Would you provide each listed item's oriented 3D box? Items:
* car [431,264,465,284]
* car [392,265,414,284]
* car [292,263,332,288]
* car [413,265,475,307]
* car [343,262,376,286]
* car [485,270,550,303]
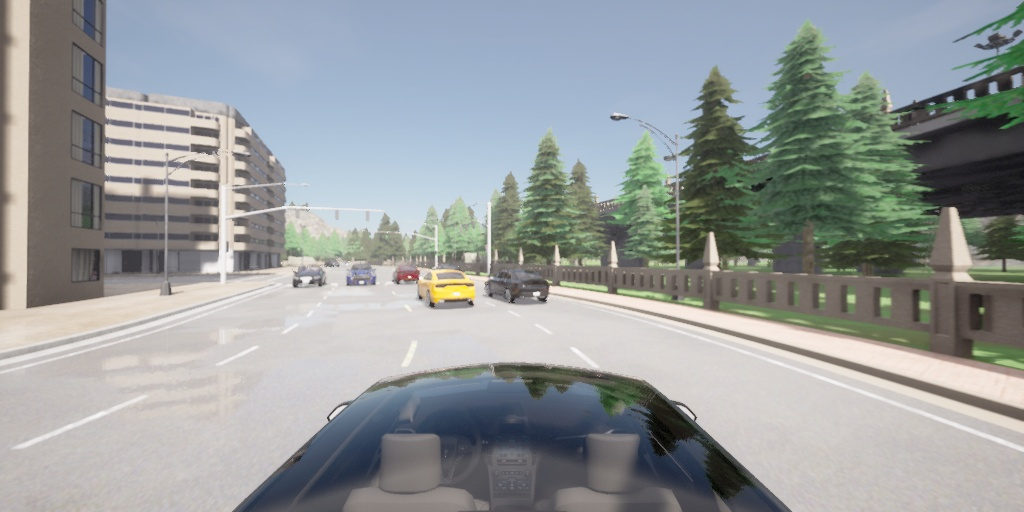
[{"bbox_3d":[-5.757,1.523,31.824,1.882,1.535,5.008,0,0,-23],"label":"car"},{"bbox_3d":[-9.004,1.517,30.461,1.882,1.535,5.008,0,0,-23],"label":"car"},{"bbox_3d":[-15.060,1.512,26.838,2.128,1.511,4.902,0,-1,-23],"label":"car"},{"bbox_3d":[-3.163,1.374,16.635,1.882,1.535,5.008,0,0,-23],"label":"car"},{"bbox_3d":[-11.919,1.376,28.402,2.097,1.767,4.553,0,0,-23],"label":"car"},{"bbox_3d":[0.132,1.408,17.823,1.837,1.490,4.892,0,0,-23],"label":"car"}]
